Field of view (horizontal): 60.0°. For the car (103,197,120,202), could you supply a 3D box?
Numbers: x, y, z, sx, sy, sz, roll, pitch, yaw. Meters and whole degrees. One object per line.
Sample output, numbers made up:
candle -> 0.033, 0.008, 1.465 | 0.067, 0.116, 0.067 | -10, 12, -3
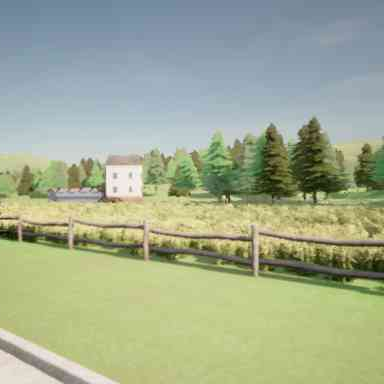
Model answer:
car -> -19.306, 1.887, 79.823 | 4.605, 1.855, 1.932 | -1, 0, 35
